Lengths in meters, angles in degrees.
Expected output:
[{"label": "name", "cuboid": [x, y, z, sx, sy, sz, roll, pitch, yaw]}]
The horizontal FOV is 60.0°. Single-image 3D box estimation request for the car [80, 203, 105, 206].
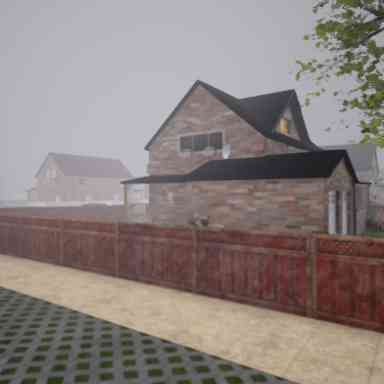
[{"label": "car", "cuboid": [-10.325, 1.856, 33.621, 1.837, 1.490, 4.892, 0, 0, 35]}]
